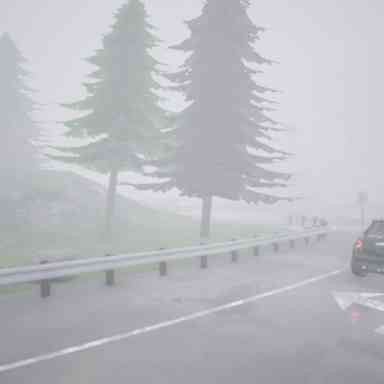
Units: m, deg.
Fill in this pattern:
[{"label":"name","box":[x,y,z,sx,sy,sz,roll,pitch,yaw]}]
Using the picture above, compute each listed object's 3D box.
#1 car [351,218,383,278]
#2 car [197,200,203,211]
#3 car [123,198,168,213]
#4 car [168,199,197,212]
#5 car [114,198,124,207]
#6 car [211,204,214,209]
[{"label":"car","box":[6.486,1.493,9.689,4.553,1.767,2.097,1,-1,-43]},{"label":"car","box":[-0.760,1.703,46.517,4.553,1.767,2.097,0,-1,38]},{"label":"car","box":[-5.842,1.747,41.606,4.902,1.511,2.128,1,0,38]},{"label":"car","box":[-2.115,1.666,43.127,4.553,1.767,2.097,0,-1,38]},{"label":"car","box":[-11.056,1.774,59.203,4.892,1.490,1.837,0,-1,39]},{"label":"car","box":[0.922,1.867,49.647,5.008,1.535,1.882,1,0,38]}]
